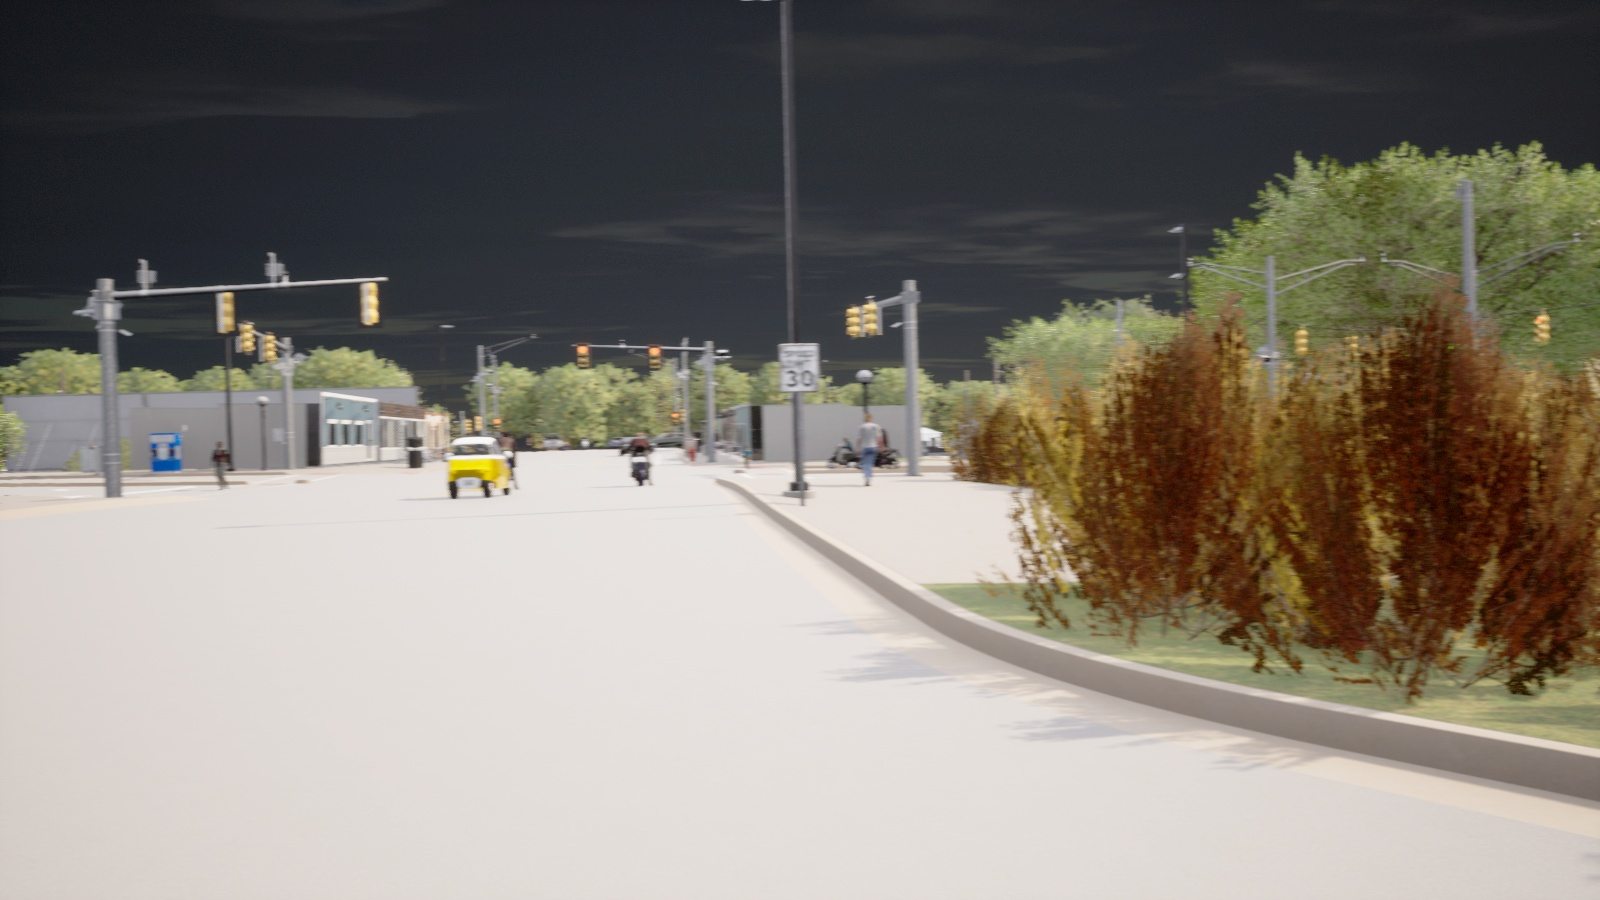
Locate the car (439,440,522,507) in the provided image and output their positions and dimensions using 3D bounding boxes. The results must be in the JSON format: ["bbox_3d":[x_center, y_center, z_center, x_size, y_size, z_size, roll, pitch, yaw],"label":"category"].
[{"bbox_3d":[-7.211,0.516,28.506,1.481,1.376,2.207,-3,0,-7],"label":"car"}]

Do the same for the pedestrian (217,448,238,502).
[{"bbox_3d":[-20.929,0.910,45.885,0.402,1.930,0.666,-3,1,-4],"label":"pedestrian"}]

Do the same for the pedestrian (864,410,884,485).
[{"bbox_3d":[1.837,-0.069,31.080,0.354,1.836,0.706,-3,1,-2],"label":"pedestrian"}]

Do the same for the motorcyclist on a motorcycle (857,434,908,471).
[{"bbox_3d":[3.524,0.100,53.826,2.044,1.523,0.797,-1,1,-11],"label":"motorcyclist on a motorcycle"}]

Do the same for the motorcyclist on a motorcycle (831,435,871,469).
[{"bbox_3d":[2.473,0.106,61.199,1.817,1.590,0.866,-1,0,-3],"label":"motorcyclist on a motorcycle"}]

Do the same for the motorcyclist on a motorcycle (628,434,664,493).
[{"bbox_3d":[-4.251,0.371,34.868,0.866,1.530,2.191,-3,0,-5],"label":"motorcyclist on a motorcycle"}]
